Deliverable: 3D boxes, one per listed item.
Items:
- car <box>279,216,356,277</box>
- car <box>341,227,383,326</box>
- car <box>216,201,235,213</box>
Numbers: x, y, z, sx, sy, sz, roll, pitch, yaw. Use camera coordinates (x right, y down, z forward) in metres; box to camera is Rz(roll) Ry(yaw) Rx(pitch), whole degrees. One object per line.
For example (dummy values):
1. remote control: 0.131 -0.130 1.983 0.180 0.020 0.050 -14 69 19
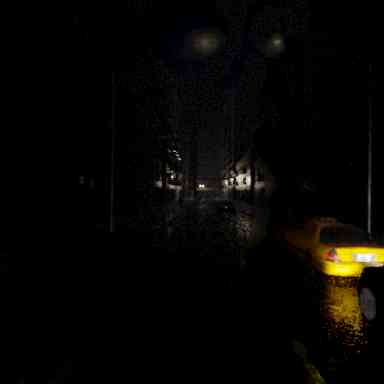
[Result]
1. car: 4.084 1.527 10.358 1.801 1.575 5.366 1 0 1
2. car: 3.950 1.536 4.169 1.882 1.535 5.008 1 0 1
3. car: 3.869 1.688 38.913 1.994 1.385 4.181 1 0 2
